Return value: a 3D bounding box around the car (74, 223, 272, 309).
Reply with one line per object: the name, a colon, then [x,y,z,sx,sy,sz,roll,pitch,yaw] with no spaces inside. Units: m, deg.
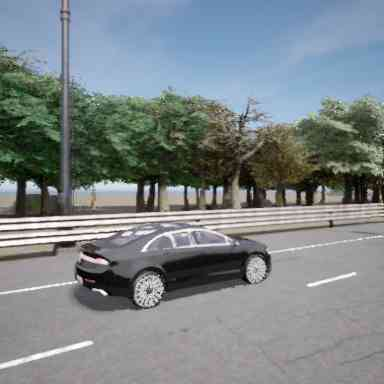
car: [-0.190,1.481,7.844,4.902,1.511,2.128,0,0,-35]
